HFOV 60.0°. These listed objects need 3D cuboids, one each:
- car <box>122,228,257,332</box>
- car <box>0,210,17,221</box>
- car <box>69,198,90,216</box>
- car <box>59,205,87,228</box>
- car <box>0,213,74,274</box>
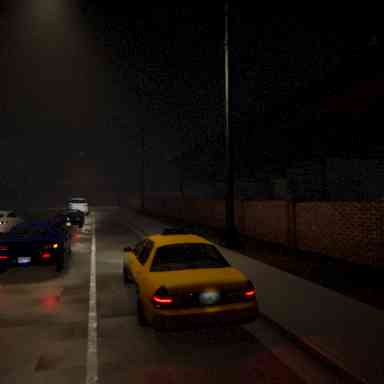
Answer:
[{"bbox_3d":[-0.465,1.560,7.315,1.801,1.575,5.366,0,-1,-16],"label":"car"},{"bbox_3d":[-11.162,1.784,19.416,1.812,1.442,4.674,0,-1,-16],"label":"car"},{"bbox_3d":[-13.675,1.765,40.338,2.150,2.045,5.566,0,-1,-16],"label":"car"},{"bbox_3d":[-9.168,1.939,25.079,1.895,1.301,4.718,0,-1,-16],"label":"car"},{"bbox_3d":[-5.146,1.677,11.156,1.812,1.442,4.674,0,-1,-16],"label":"car"}]
